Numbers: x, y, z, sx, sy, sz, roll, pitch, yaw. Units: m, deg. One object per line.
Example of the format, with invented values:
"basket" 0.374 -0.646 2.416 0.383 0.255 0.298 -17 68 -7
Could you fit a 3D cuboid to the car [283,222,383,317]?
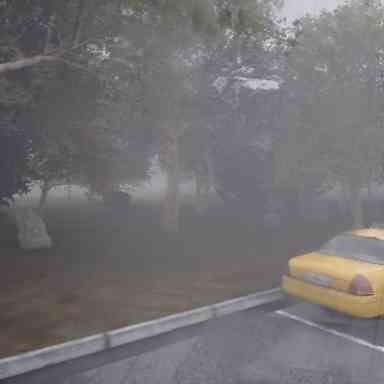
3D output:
"car" 4.275 1.427 7.079 5.366 1.575 1.946 -1 1 -33
